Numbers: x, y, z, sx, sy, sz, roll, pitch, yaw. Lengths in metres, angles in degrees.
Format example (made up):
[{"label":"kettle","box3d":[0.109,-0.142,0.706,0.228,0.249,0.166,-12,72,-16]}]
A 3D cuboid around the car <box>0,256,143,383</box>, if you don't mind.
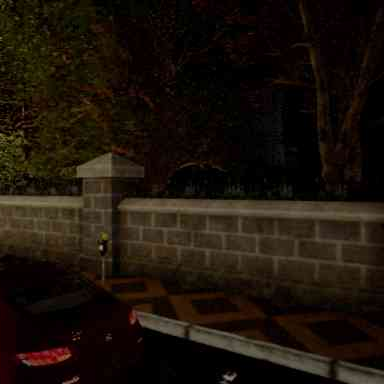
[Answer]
[{"label":"car","box3d":[-2.546,1.517,4.284,4.206,1.307,1.802,0,1,31]}]
